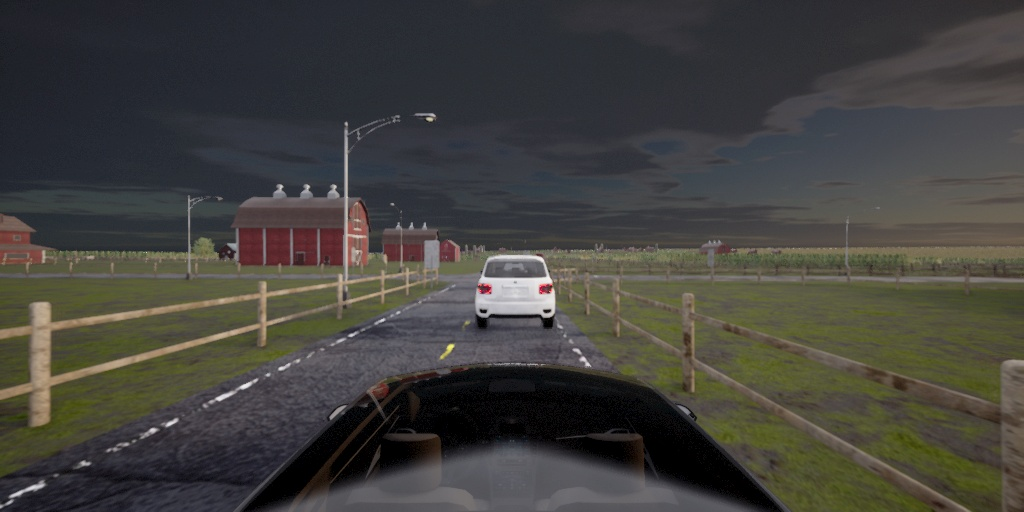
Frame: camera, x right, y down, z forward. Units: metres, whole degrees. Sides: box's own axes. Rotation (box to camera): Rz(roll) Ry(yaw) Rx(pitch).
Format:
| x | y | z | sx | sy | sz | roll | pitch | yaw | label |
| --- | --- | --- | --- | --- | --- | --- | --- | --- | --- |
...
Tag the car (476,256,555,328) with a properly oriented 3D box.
| x | y | z | sx | sy | sz | roll | pitch | yaw | label |
| --- | --- | --- | --- | --- | --- | --- | --- | --- | --- |
| 0.105 | 1.020 | 11.672 | 2.150 | 2.045 | 5.566 | 0 | -1 | 0 | car |
